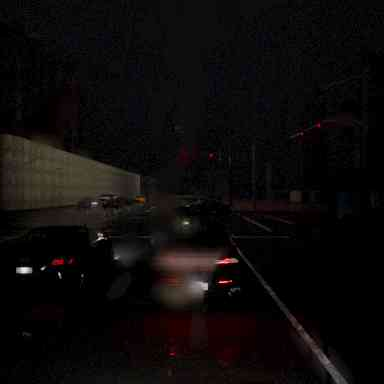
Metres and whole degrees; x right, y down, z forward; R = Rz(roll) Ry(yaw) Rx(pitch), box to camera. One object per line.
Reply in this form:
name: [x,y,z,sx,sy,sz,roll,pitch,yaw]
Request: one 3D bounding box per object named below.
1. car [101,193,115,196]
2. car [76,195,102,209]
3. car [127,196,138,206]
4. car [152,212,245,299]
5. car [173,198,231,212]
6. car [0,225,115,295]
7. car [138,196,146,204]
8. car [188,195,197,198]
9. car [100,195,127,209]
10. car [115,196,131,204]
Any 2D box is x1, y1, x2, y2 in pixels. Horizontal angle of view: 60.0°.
car: [-13.971,1.221,54.630,2.150,2.045,5.566,0,0,1]
car: [-13.992,1.505,44.776,1.837,1.490,4.892,0,0,0]
car: [-10.466,1.601,53.846,1.895,1.301,4.718,0,0,0]
car: [0.103,1.492,8.425,2.128,1.511,4.902,0,0,-1]
car: [0.875,1.491,28.566,4.902,1.511,2.128,0,0,0]
car: [-3.405,1.564,8.782,1.994,1.385,4.181,0,0,0]
car: [-10.380,1.478,65.914,1.882,1.535,5.008,0,0,1]
car: [0.171,1.523,74.560,2.128,1.511,4.902,0,0,0]
car: [-10.493,1.526,44.738,1.812,1.442,4.674,0,0,0]
car: [-13.863,1.547,66.742,2.033,1.411,5.357,0,0,1]
